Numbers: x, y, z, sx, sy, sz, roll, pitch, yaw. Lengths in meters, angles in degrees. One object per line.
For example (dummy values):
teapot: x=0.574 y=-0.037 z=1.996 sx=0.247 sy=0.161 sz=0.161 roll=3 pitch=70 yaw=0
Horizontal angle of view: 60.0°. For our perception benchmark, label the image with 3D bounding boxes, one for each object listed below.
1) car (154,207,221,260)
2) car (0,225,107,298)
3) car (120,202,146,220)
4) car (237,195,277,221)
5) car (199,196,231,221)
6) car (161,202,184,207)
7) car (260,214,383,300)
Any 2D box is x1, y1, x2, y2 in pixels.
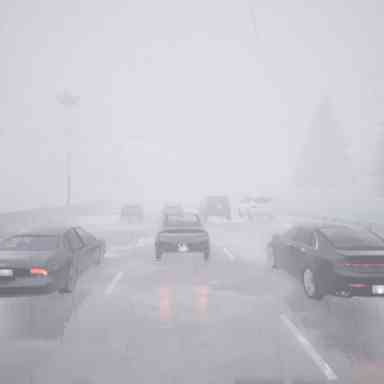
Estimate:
car: x=-0.403 y=1.538 z=12.591 sx=2.128 sy=1.511 sz=4.902 roll=0 pitch=0 yaw=-3
car: x=-3.664 y=1.588 z=8.811 sx=2.033 sy=1.411 sz=5.357 roll=0 pitch=0 yaw=-3
car: x=-5.241 y=1.611 z=29.808 sx=2.128 sy=1.511 sz=4.902 roll=0 pitch=0 yaw=-5
car: x=5.425 y=1.308 z=28.279 sx=2.150 sy=2.045 sz=5.566 roll=0 pitch=0 yaw=-5
car: x=1.893 y=1.318 z=28.518 sx=2.150 sy=2.045 sz=5.566 roll=0 pitch=0 yaw=-5
car: x=-1.711 y=1.601 z=29.589 sx=2.128 sy=1.511 sz=4.902 roll=0 pitch=0 yaw=-5
car: x=3.321 y=1.527 z=8.460 sx=1.837 sy=1.490 sz=4.892 roll=0 pitch=0 yaw=-2
